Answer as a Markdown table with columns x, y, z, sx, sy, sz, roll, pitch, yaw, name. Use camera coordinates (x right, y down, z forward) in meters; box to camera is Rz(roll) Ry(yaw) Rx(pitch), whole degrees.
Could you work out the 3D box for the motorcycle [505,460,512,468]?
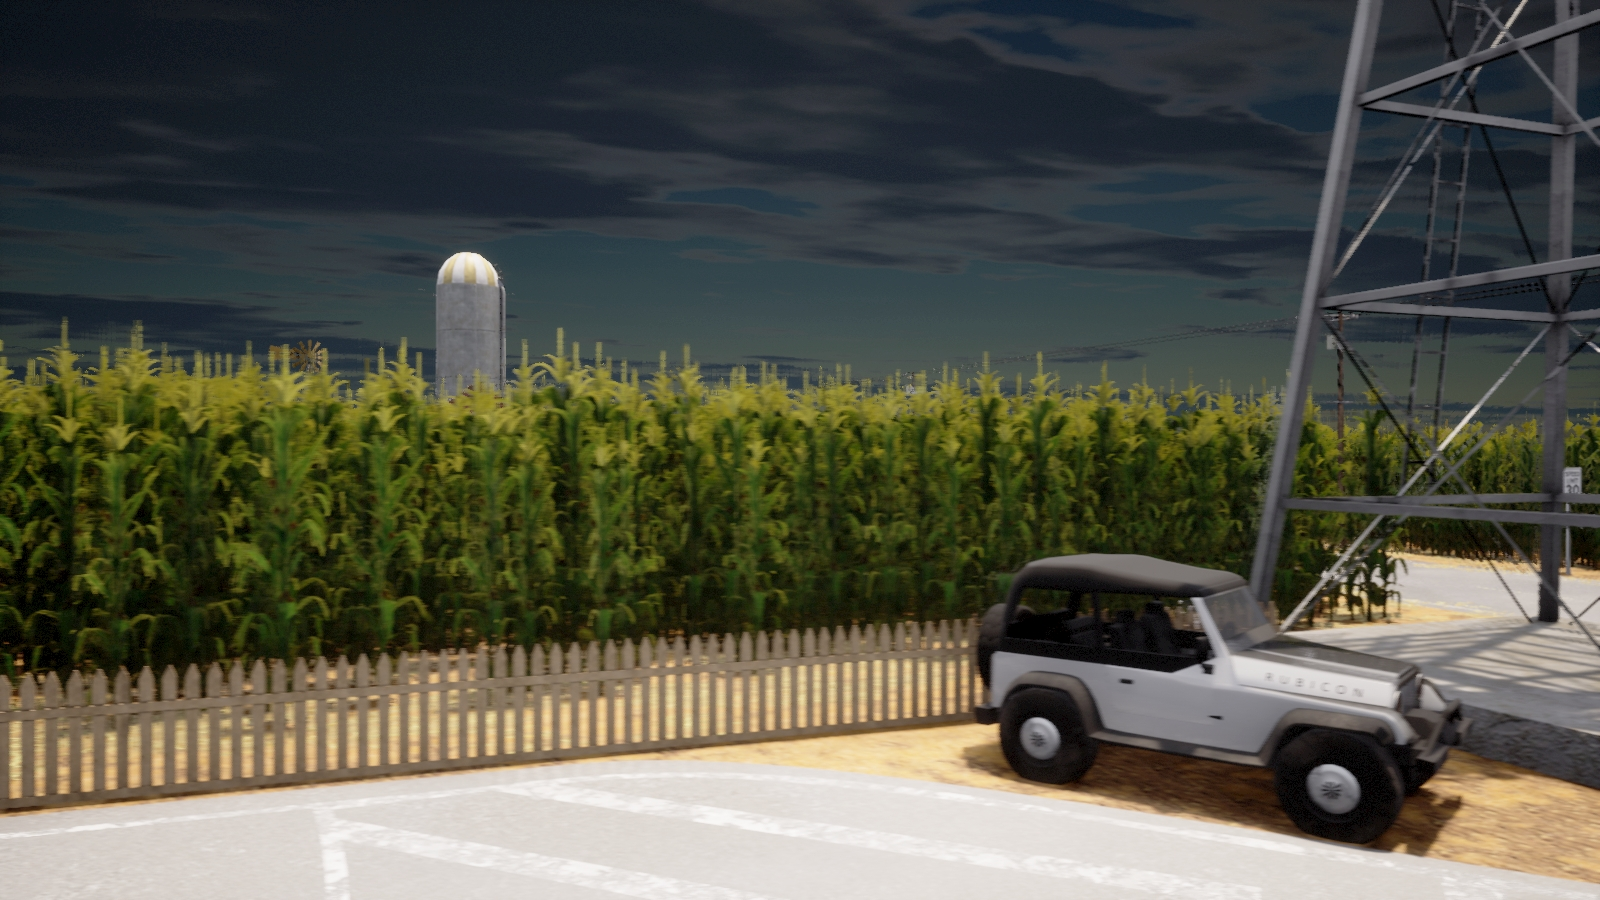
| x | y | z | sx | sy | sz | roll | pitch | yaw | name |
| --- | --- | --- | --- | --- | --- | --- | --- | --- | --- |
| -46.217 | 2.172 | 181.087 | 0.764 | 1.307 | 2.356 | 0 | 0 | -21 | motorcycle |
